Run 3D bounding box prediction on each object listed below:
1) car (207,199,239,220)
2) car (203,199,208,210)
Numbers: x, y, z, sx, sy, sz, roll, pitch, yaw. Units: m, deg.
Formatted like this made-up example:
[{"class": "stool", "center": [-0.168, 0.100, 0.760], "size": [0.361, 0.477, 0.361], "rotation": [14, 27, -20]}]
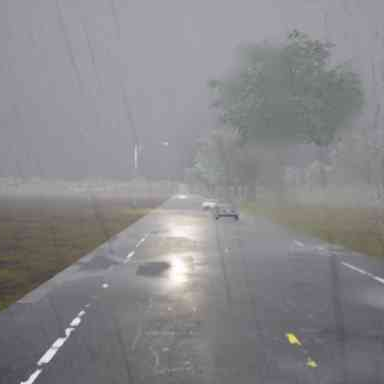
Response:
[{"class": "car", "center": [2.716, 1.525, 27.775], "size": [2.033, 1.411, 5.357], "rotation": [1, 0, -1]}, {"class": "car", "center": [2.300, 1.530, 40.476], "size": [1.895, 1.301, 4.718], "rotation": [1, 0, -1]}]
